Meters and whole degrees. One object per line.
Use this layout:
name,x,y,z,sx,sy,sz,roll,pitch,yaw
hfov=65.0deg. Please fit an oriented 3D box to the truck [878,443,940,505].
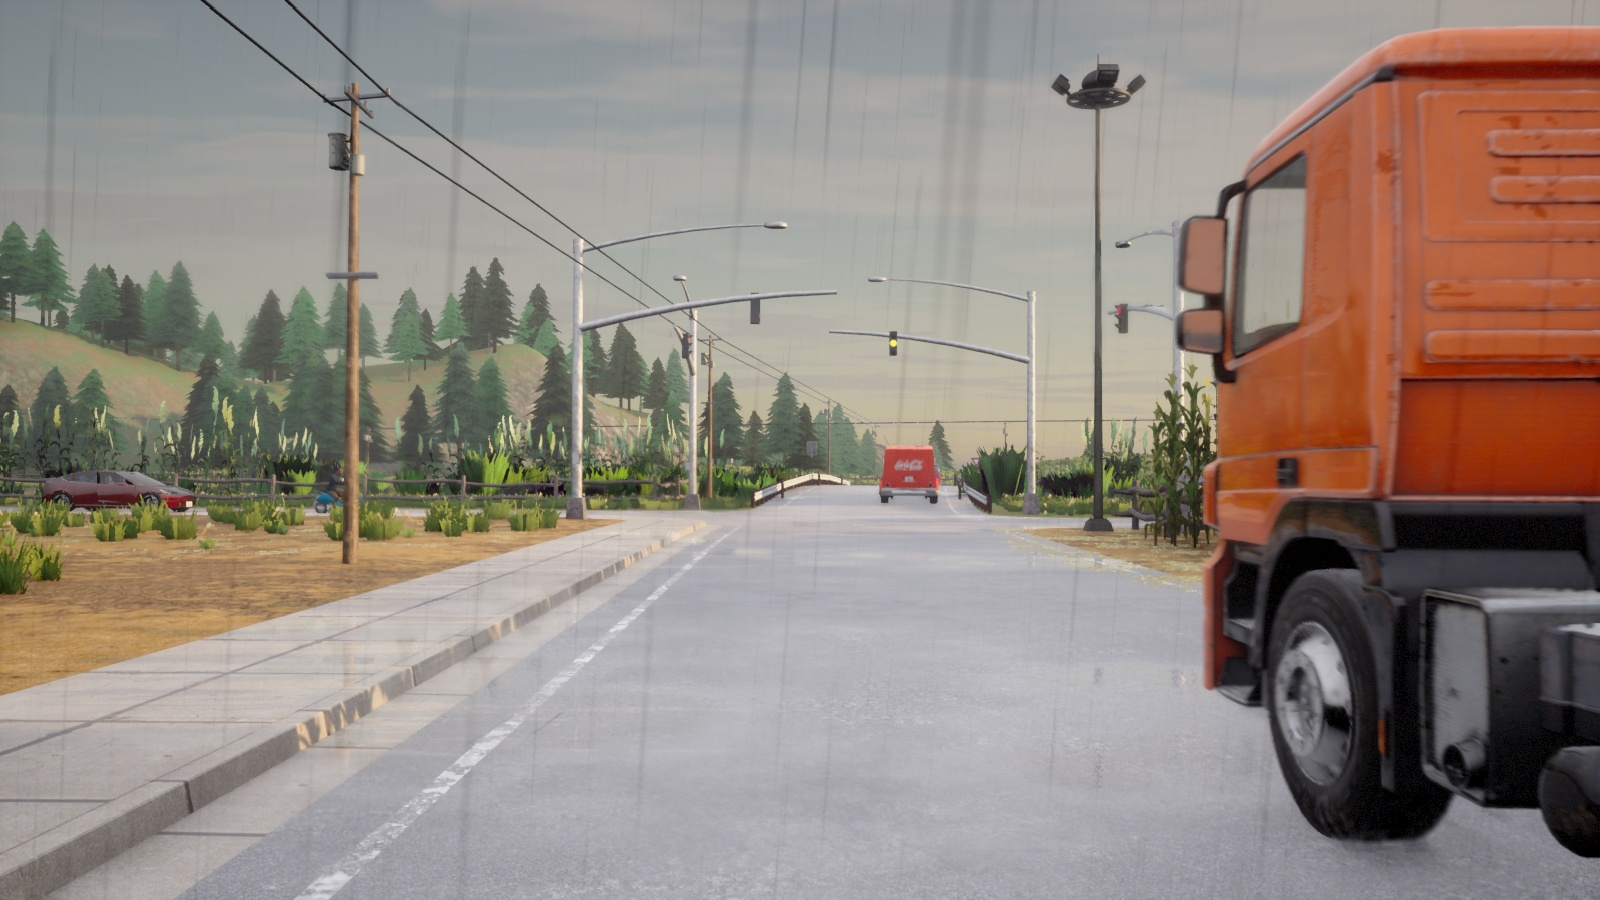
truck,4.909,0.998,56.348,2.627,2.467,5.204,0,2,5

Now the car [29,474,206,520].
car,-22.884,1.579,42.235,4.792,1.488,2.163,0,-1,3

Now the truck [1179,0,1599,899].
truck,3.526,-0.128,3.160,2.891,3.462,7.936,0,-1,1

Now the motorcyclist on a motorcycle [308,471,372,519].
motorcyclist on a motorcycle,-15.328,1.496,41.867,1.817,1.590,0.866,0,-1,3
